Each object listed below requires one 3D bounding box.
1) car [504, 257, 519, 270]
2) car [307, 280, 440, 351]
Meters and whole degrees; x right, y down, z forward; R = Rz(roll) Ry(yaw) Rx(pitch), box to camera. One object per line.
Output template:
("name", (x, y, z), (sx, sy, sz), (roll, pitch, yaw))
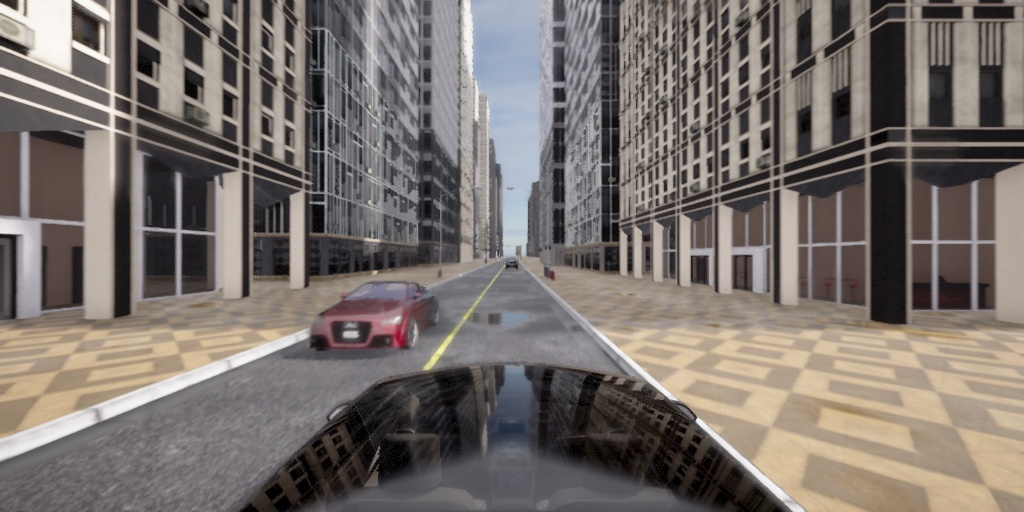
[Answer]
("car", (-0.004, 1.208, 51.970), (1.837, 1.490, 4.892), (0, 0, 0))
("car", (-3.084, 1.308, 8.852), (1.994, 1.385, 4.181), (0, 0, 0))
